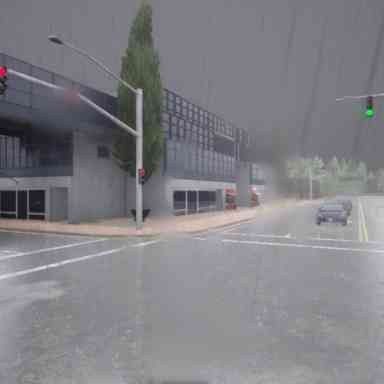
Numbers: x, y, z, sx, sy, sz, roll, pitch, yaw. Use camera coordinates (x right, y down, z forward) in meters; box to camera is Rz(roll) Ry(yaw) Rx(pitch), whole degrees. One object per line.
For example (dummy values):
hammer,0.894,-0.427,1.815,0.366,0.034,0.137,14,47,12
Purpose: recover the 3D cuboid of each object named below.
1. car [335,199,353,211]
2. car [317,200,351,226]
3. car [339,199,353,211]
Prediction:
car,19.119,1.601,41.813,1.895,1.301,4.718,0,0,27
car,10.030,1.526,23.655,1.812,1.442,4.674,0,0,27
car,14.193,1.601,31.980,1.895,1.301,4.718,0,0,27
